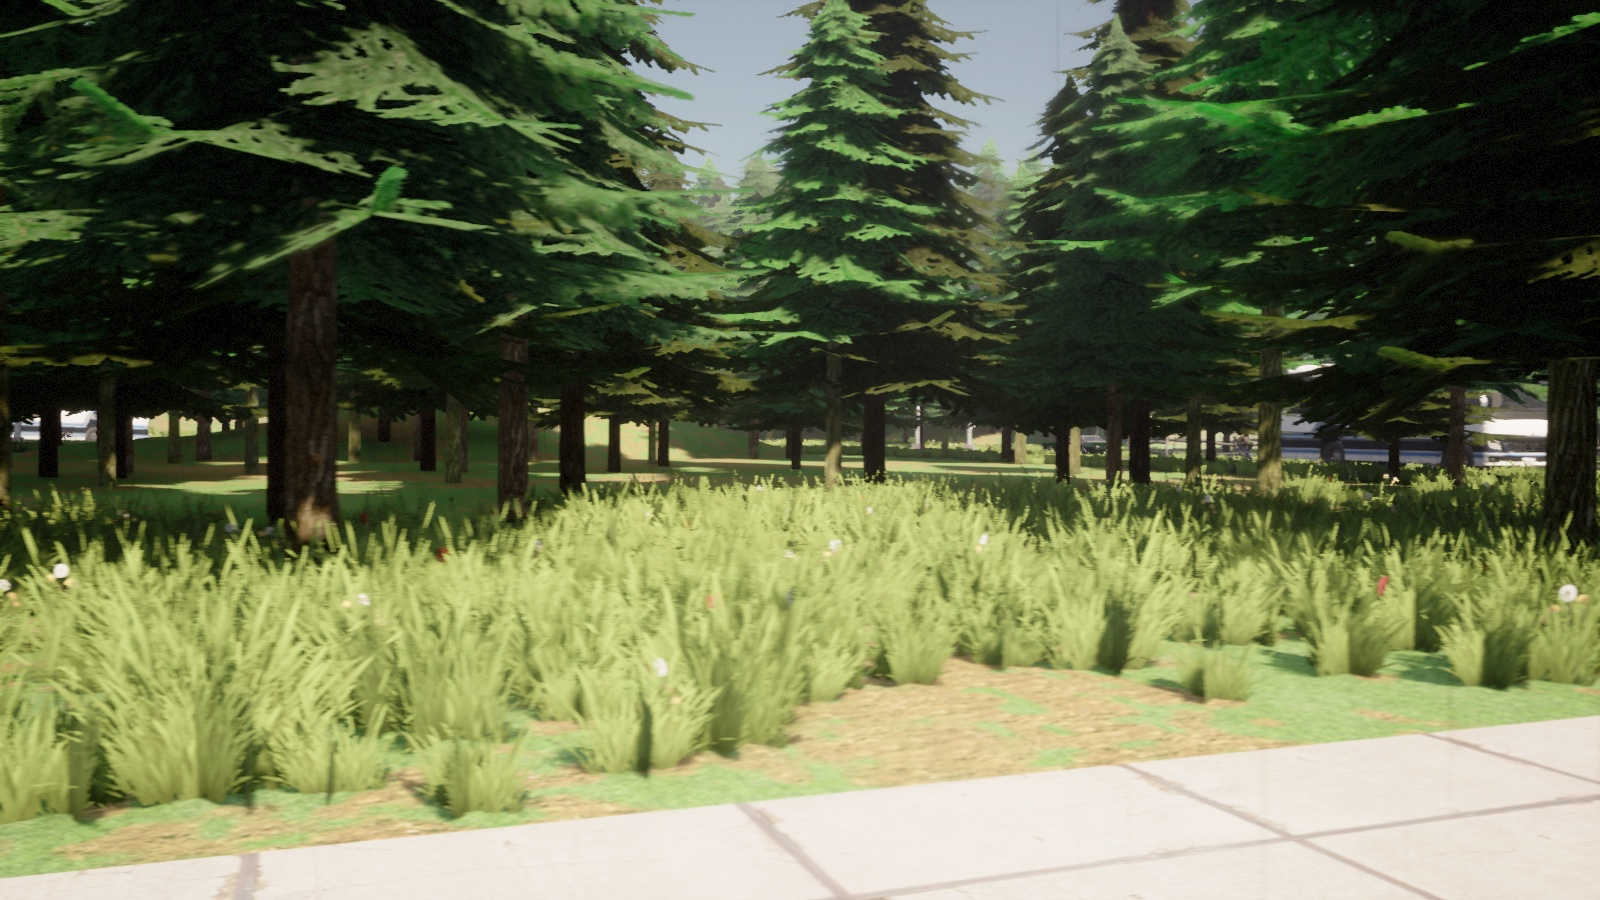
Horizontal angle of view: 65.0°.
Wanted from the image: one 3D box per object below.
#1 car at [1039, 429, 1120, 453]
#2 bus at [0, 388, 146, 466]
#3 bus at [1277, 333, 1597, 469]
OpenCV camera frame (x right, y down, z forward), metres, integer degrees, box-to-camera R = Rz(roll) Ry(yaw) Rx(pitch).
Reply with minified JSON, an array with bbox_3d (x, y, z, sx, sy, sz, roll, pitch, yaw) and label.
[{"bbox_3d":[15.829,-0.524,71.373,1.895,1.301,4.718,-1,1,-28],"label":"car"},{"bbox_3d":[-43.289,-1.209,71.190,3.944,4.253,10.273,-1,-1,40],"label":"bus"},{"bbox_3d":[22.199,-1.632,44.787,3.944,4.253,10.273,-1,1,-20],"label":"bus"}]
